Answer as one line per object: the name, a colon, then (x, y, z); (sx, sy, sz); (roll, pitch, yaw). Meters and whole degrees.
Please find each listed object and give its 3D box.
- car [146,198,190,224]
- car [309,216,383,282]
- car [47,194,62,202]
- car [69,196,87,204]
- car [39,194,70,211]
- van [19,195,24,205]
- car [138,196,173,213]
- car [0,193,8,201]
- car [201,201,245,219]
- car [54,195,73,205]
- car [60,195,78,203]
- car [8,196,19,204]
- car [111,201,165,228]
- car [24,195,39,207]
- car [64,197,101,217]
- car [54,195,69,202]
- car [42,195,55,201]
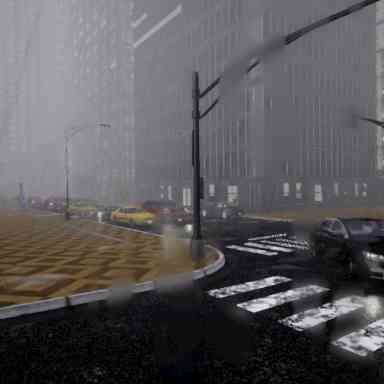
car: (-2.120, 1.342, 24.586); (2.097, 1.767, 4.553); (-1, 0, -36)
car: (4.955, 1.490, 9.791); (2.128, 1.511, 4.902); (0, 0, 2)
car: (-30.099, 1.256, 72.743); (1.967, 1.590, 4.097); (-1, 1, -36)
car: (-20.361, 1.389, 59.212); (1.887, 1.381, 4.507); (-1, 1, -36)
car: (-17.021, 1.429, 41.077); (1.967, 1.590, 4.097); (-1, 1, -36)
van: (-26.759, 1.303, 54.608); (1.690, 1.788, 3.998); (-1, 1, -36)
car: (-4.087, 1.328, 36.693); (1.967, 1.590, 4.097); (-1, 1, -36)
car: (-46.231, 1.449, 81.673); (1.887, 1.381, 4.507); (-1, 1, -36)
car: (2.464, 1.455, 27.713); (2.008, 1.369, 4.403); (-1, 1, -36)
car: (-22.407, 1.358, 57.846); (1.882, 1.535, 5.008); (-1, 1, -35)
car: (-23.607, 1.385, 63.722); (2.008, 1.369, 4.403); (-1, 1, -36)
car: (-33.249, 1.494, 63.631); (2.008, 1.369, 4.403); (-1, 1, -36)
car: (-4.043, 1.552, 22.821); (1.752, 1.417, 4.829); (-1, 1, -36)
car: (-23.513, 1.411, 50.098); (1.967, 1.590, 4.097); (-1, 1, -36)
car: (-10.478, 1.533, 31.885); (1.752, 1.417, 4.829); (-1, 1, -36)
car: (-26.853, 1.407, 68.233); (1.802, 1.307, 4.206); (-1, 1, -36)
car: (-33.444, 1.331, 77.392); (1.752, 1.417, 4.829); (-1, 1, -36)
